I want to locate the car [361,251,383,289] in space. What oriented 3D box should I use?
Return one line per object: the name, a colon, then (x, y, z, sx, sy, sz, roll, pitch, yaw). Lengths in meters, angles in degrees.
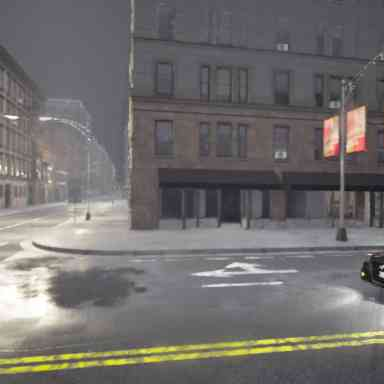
car: (6.167, 1.668, 7.632, 4.181, 1.385, 1.994, 1, 0, -11)
